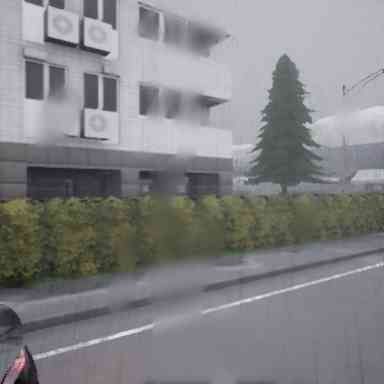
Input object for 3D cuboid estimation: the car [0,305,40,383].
[{"bbox_3d":[-3.403,1.500,1.557,4.902,1.511,2.128,0,0,-35],"label":"car"}]
